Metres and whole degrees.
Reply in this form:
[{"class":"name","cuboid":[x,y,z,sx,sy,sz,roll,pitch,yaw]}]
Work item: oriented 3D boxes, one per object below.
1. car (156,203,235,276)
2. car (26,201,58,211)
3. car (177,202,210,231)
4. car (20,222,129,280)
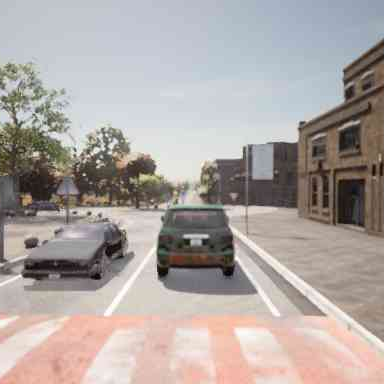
[{"class":"car","cuboid":[0.097,1.375,10.968,2.150,2.045,5.566,0,-1,0]},{"class":"car","cuboid":[-21.226,1.951,47.209,4.181,1.385,1.994,2,0,-42]},{"class":"car","cuboid":[0.223,1.654,23.838,2.097,1.767,4.553,0,-1,4]},{"class":"car","cuboid":[-3.336,1.696,10.742,2.033,1.411,5.357,0,-1,0]}]
